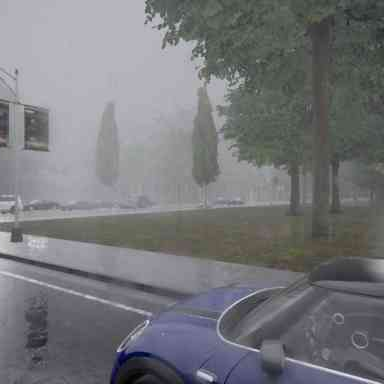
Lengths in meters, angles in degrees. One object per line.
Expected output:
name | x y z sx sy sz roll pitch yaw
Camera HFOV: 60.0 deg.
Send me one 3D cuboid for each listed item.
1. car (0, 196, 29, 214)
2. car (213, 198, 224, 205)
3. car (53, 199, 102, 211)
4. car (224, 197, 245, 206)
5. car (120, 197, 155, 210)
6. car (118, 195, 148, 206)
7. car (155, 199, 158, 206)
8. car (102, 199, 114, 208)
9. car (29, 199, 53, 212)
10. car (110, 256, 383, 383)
car | -21.033 1.398 35.541 2.150 2.045 5.566 0 0 34
car | 6.114 1.957 68.310 2.128 1.511 4.902 0 -1 35
car | -15.067 1.777 44.055 2.033 1.411 5.357 0 0 35
car | 8.852 1.817 66.558 2.097 1.767 4.553 0 -1 35
car | -7.888 1.832 48.314 1.994 1.385 4.181 0 0 35
car | -9.075 1.514 52.606 2.150 2.045 5.566 0 0 36
car | -8.090 1.835 59.626 2.128 1.511 4.902 0 0 36
car | -14.040 1.836 51.185 1.994 1.385 4.181 0 0 35
car | -19.724 1.694 43.067 1.882 1.535 5.008 0 0 35
car | 1.436 1.352 2.665 4.553 1.767 2.097 0 0 36
